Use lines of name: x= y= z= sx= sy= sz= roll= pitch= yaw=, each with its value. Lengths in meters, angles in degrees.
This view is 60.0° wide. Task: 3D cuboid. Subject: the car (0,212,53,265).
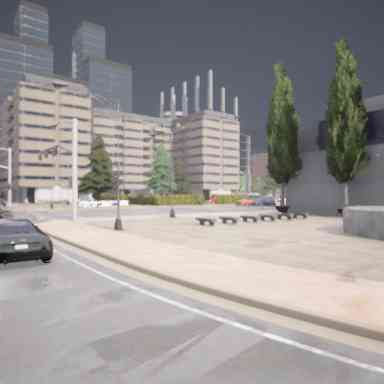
car: x=-6.263 y=1.599 z=11.416 sx=1.994 sy=1.385 sz=4.181 roll=0 pitch=0 yaw=-38

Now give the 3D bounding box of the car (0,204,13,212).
car: x=-13.767 y=1.559 z=23.009 sx=2.128 sy=1.511 sz=4.902 roll=0 pitch=0 yaw=-16

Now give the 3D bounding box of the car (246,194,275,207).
car: x=12.012 y=1.657 z=56.552 sx=4.553 sy=1.767 sz=2.097 roll=0 pitch=0 yaw=-37

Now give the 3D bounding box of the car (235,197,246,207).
car: x=9.895 y=1.664 z=59.339 sx=4.553 sy=1.767 sz=2.097 roll=0 pitch=0 yaw=-37
